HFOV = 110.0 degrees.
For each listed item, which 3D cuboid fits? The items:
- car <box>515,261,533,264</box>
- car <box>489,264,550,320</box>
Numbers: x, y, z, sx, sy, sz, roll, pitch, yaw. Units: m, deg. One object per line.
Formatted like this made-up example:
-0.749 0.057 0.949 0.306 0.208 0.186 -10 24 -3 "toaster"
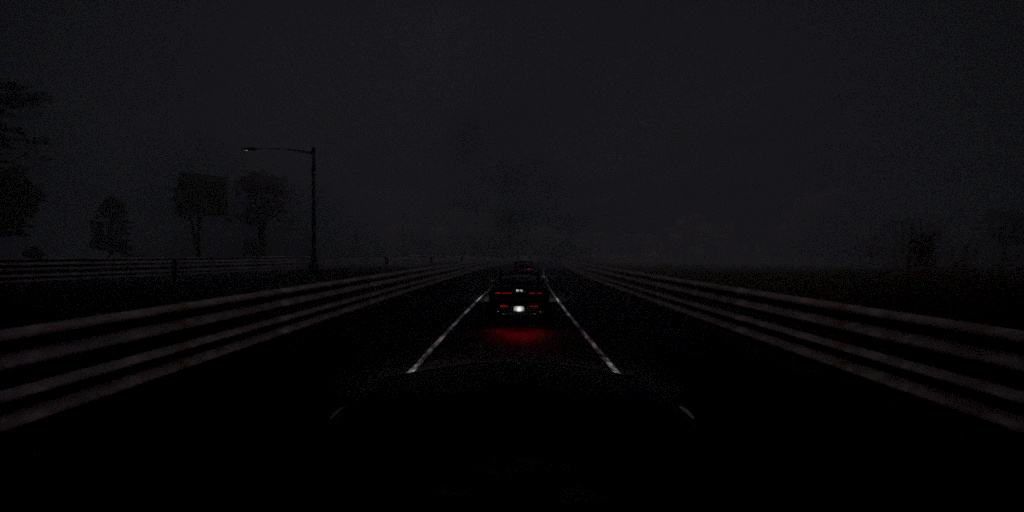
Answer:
0.979 1.119 28.492 1.837 1.490 4.892 0 0 4 "car"
0.264 1.202 12.455 1.837 1.490 4.892 0 1 2 "car"
